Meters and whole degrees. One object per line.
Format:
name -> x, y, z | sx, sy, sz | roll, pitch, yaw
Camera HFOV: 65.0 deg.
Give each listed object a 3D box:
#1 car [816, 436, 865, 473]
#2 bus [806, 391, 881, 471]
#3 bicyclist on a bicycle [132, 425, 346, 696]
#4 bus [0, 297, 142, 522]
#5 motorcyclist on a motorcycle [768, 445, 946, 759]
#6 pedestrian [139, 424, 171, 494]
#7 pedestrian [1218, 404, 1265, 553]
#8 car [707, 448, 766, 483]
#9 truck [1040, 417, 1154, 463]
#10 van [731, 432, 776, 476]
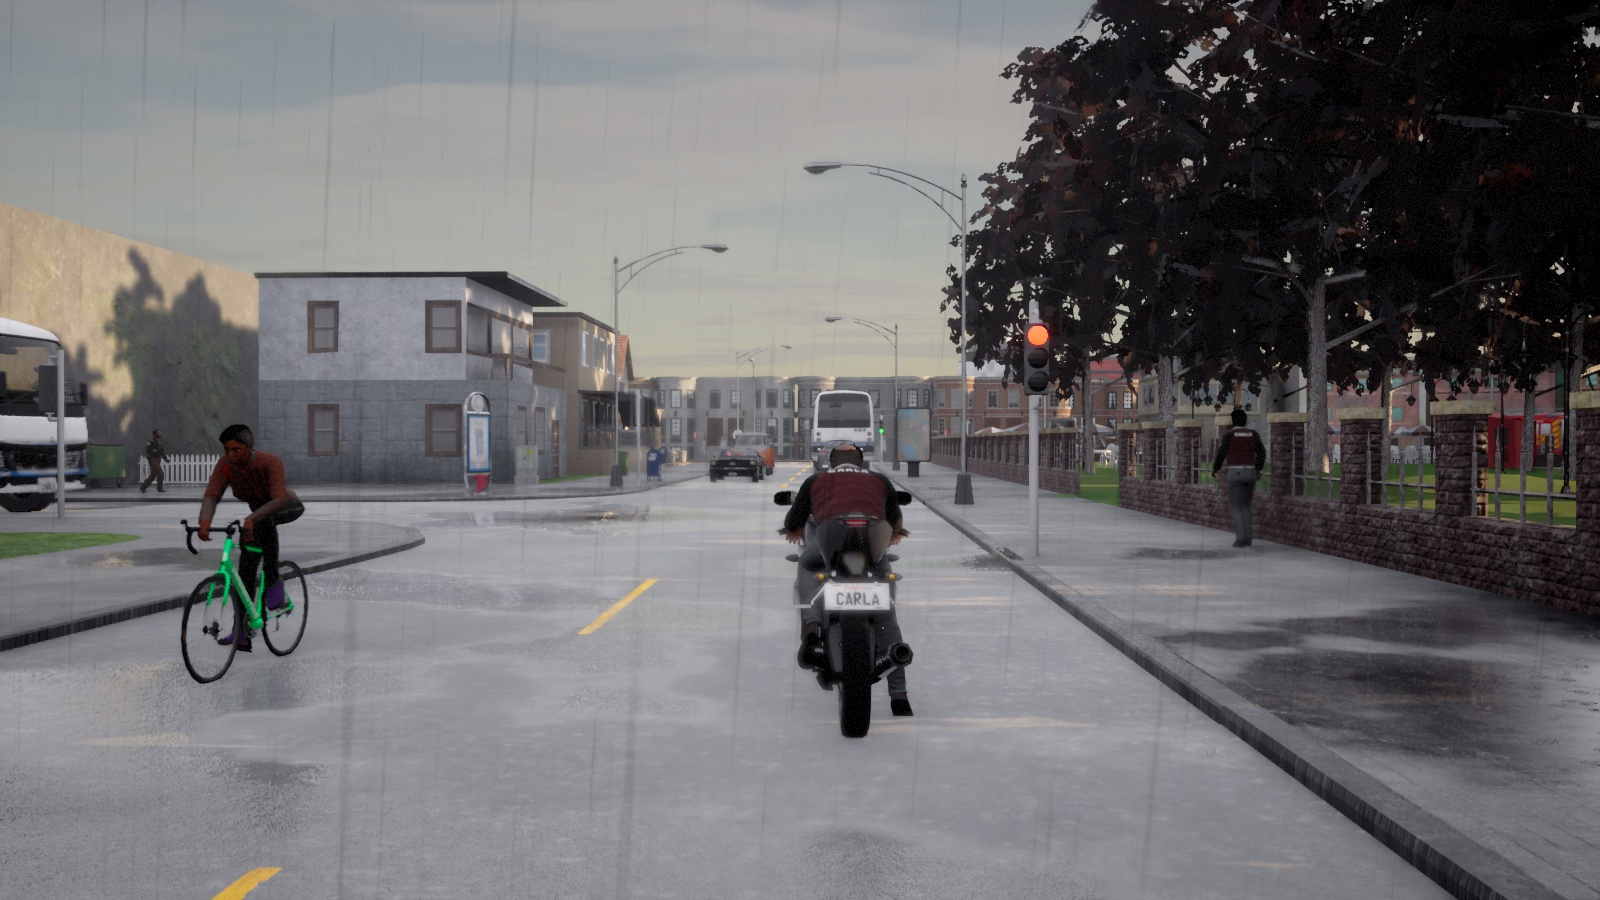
car -> 1.869, 0.198, 58.170 | 2.152, 1.651, 5.027 | 0, 0, 2
bus -> 2.328, -1.033, 71.782 | 3.944, 4.253, 10.273 | 0, 0, 0
bicyclist on a bicycle -> -3.652, 0.649, 8.330 | 0.582, 1.620, 1.656 | 0, 1, 4
bus -> -19.694, -0.792, 25.918 | 10.273, 4.253, 3.944 | 0, 0, 3
motorcyclist on a motorcycle -> 0.271, 0.741, 7.237 | 0.866, 1.530, 2.191 | 0, 0, 0
pedestrian -> -17.894, 0.245, 34.845 | 0.692, 1.930, 0.395 | 0, 0, 12
pedestrian -> 5.842, 0.367, 16.636 | 0.402, 1.930, 0.666 | 0, 0, 2
car -> -2.426, 0.568, 49.116 | 1.895, 1.301, 4.718 | 0, 0, 2
truck -> 22.212, -0.750, 94.248 | 7.936, 3.462, 2.891 | 0, 0, 2
van -> -2.134, 0.169, 58.141 | 1.775, 1.987, 4.442 | 0, 0, 2
